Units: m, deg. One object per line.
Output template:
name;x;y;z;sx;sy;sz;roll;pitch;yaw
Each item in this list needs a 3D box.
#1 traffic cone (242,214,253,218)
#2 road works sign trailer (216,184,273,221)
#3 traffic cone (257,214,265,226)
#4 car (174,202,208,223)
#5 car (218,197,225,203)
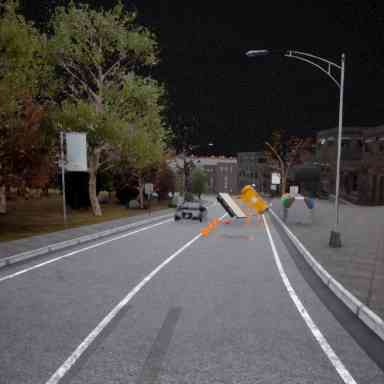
traffic cone;3.682;1.927;22.008;0.340;0.580;0.340;2;2;7
road works sign trailer;3.298;1.093;23.644;3.560;2.880;2.380;4;42;-51
traffic cone;4.671;1.946;21.984;0.340;0.580;0.340;1;0;20
car;0.019;1.453;24.724;1.994;1.385;4.181;1;0;11
car;5.899;1.155;60.842;2.097;1.767;4.553;0;0;4
